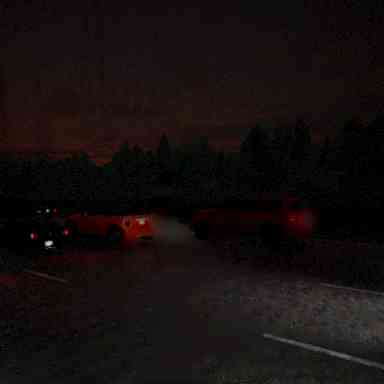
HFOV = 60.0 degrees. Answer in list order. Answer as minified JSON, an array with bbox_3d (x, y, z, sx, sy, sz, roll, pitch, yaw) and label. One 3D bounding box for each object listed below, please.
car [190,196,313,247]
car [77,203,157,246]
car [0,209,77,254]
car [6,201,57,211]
[{"bbox_3d":[2.541,1.192,15.077,5.566,2.045,2.150,0,0,35],"label":"car"},{"bbox_3d":[-3.854,1.299,15.340,4.553,1.767,2.097,0,0,36],"label":"car"},{"bbox_3d":[-6.951,1.542,13.251,4.718,1.301,1.895,0,0,35],"label":"car"},{"bbox_3d":[-12.652,1.436,25.916,5.357,1.411,2.033,0,0,36],"label":"car"}]
